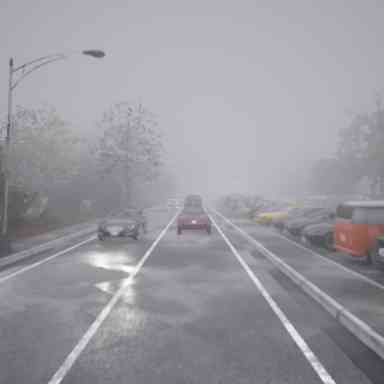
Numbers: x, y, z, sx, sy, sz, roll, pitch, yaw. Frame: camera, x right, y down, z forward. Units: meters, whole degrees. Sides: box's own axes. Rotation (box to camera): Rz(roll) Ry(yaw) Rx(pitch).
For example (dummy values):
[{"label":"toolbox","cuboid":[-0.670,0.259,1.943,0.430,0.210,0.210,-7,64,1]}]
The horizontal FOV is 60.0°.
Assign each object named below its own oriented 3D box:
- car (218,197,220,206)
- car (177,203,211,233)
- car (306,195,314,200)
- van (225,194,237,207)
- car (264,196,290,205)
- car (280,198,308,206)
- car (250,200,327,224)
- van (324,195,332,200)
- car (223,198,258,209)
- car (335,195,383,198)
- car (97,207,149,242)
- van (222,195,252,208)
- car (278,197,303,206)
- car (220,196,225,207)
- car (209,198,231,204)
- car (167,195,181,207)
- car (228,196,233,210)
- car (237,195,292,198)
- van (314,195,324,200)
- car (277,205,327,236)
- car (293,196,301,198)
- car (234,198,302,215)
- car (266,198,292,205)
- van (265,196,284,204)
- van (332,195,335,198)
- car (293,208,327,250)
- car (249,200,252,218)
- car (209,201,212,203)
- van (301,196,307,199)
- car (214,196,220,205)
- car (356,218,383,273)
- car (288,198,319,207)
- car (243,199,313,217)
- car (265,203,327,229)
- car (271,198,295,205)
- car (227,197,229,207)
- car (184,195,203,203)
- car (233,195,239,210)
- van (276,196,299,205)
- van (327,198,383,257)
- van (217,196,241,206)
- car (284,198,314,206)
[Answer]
[{"label":"car","cuboid":[7.200,1.812,55.284,4.674,1.452,2.002,0,-1,0]},{"label":"car","cuboid":[0.122,1.600,20.151,1.994,1.385,4.181,0,0,0]},{"label":"car","cuboid":[20.256,1.656,49.518,5.008,1.535,2.097,0,-1,0]},{"label":"van","cuboid":[7.030,1.389,44.203,4.442,1.987,1.878,0,0,0]},{"label":"car","cuboid":[20.418,2.006,79.985,5.566,2.045,2.435,0,-1,0]},{"label":"car","cuboid":[20.323,1.982,66.261,5.008,1.535,2.097,0,-1,0]},{"label":"car","cuboid":[6.860,1.536,21.994,5.366,1.575,1.946,0,0,0]},{"label":"van","cuboid":[20.342,1.384,43.998,4.442,1.987,1.878,0,0,0]},{"label":"car","cuboid":[7.201,1.693,49.727,4.792,1.488,2.163,0,-1,0]},{"label":"car","cuboid":[20.173,1.340,38.583,5.566,2.045,2.435,0,0,0]},{"label":"car","cuboid":[-3.335,1.519,16.784,2.128,1.511,4.902,0,0,0]},{"label":"van","cuboid":[7.068,1.492,52.514,4.442,1.987,1.878,0,-1,0]},{"label":"car","cuboid":[20.308,1.908,68.908,4.553,1.767,2.185,0,-1,0]},{"label":"car","cuboid":[7.188,1.373,46.979,5.566,2.045,2.435,0,0,0]},{"label":"car","cuboid":[7.152,2.413,85.802,5.366,1.575,1.946,0,-1,0]},{"label":"car","cuboid":[-3.155,1.577,58.222,2.150,2.045,5.566,0,-1,1]},{"label":"car","cuboid":[7.116,1.596,38.650,5.008,1.535,2.097,0,0,0]},{"label":"car","cuboid":[7.065,1.452,33.098,4.553,1.767,2.185,0,0,0]},{"label":"van","cuboid":[20.122,1.394,46.902,4.442,1.987,1.878,0,-1,0]},{"label":"car","cuboid":[6.990,1.550,16.440,4.792,1.488,2.163,0,0,0]},{"label":"car","cuboid":[20.092,1.761,55.056,5.366,1.575,1.946,0,-1,0]},{"label":"car","cuboid":[6.898,1.565,30.322,5.366,1.575,1.946,0,0,0]},{"label":"car","cuboid":[20.193,2.195,77.213,5.366,1.575,1.946,0,-1,0]},{"label":"van","cuboid":[20.521,2.105,82.875,4.442,1.987,1.878,0,-1,0]},{"label":"van","cuboid":[20.330,1.375,41.353,4.442,1.987,1.878,0,0,0]},{"label":"car","cuboid":[6.978,1.540,13.664,4.792,1.488,2.163,0,0,0]},{"label":"car","cuboid":[7.064,1.550,24.768,4.892,1.521,2.231,0,0,0]},{"label":"car","cuboid":[7.258,1.899,74.720,5.566,2.045,2.435,0,-1,0]},{"label":"van","cuboid":[20.147,1.484,52.293,4.442,1.987,1.878,0,-1,0]},{"label":"car","cuboid":[7.241,1.934,63.612,5.008,1.535,2.097,0,-1,0]},{"label":"car","cuboid":[7.011,1.521,8.111,4.792,1.488,2.163,0,0,0]},{"label":"car","cuboid":[20.296,1.873,60.596,4.892,1.521,2.231,0,-1,0]},{"label":"car","cuboid":[7.064,1.559,27.545,4.892,1.521,2.231,0,0,0]},{"label":"car","cuboid":[7.003,1.559,19.216,4.792,1.488,2.163,0,0,0]},{"label":"car","cuboid":[20.359,2.143,74.445,4.892,1.521,2.231,0,-1,0]},{"label":"car","cuboid":[7.137,1.646,41.425,4.674,1.452,2.002,0,0,0]},{"label":"car","cuboid":[0.176,1.360,40.443,2.150,2.045,5.566,0,0,0]},{"label":"car","cuboid":[7.077,1.461,35.874,4.553,1.767,2.185,0,0,0]},{"label":"van","cuboid":[20.469,1.862,71.679,4.442,1.987,1.878,0,-1,0]},{"label":"van","cuboid":[7.111,1.276,10.888,4.442,1.987,1.878,0,0,0]},{"label":"van","cuboid":[7.365,1.762,66.392,4.442,1.987,1.878,0,-1,0]},{"label":"car","cuboid":[20.309,1.926,63.365,5.008,1.535,2.097,0,-1,0]}]
